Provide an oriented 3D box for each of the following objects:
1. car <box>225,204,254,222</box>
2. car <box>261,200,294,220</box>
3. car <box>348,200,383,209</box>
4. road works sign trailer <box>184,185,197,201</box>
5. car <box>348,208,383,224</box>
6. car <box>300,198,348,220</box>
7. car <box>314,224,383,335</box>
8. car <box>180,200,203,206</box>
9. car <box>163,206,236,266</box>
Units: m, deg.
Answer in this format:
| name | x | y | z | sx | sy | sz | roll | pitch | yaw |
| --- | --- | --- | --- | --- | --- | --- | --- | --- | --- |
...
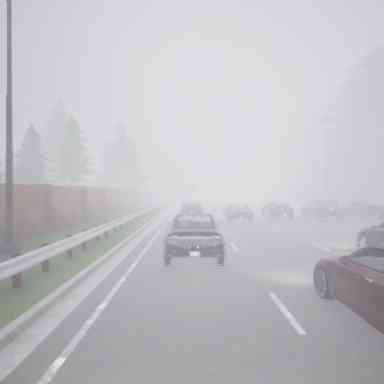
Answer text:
| name | x | y | z | sx | sy | sz | roll | pitch | yaw |
| --- | --- | --- | --- | --- | --- | --- | --- | --- | --- |
| car | 3.486 | 1.554 | 25.919 | 1.895 | 1.301 | 4.718 | 0 | 0 | 0 |
| car | 6.976 | 1.455 | 27.512 | 1.837 | 1.490 | 4.892 | 0 | 0 | 0 |
| car | 13.977 | 1.455 | 27.548 | 1.837 | 1.490 | 4.892 | 0 | 0 | 0 |
| road works sign trailer | -0.319 | 0.355 | 61.028 | 2.380 | 3.560 | 2.880 | 0 | 0 | 0 |
| car | 7.070 | 1.486 | 10.448 | 1.837 | 1.490 | 4.892 | 0 | 0 | 0 |
| car | 10.478 | 1.303 | 27.198 | 2.097 | 1.767 | 4.553 | 0 | 0 | 0 |
| car | 3.578 | 1.516 | 5.364 | 1.812 | 1.442 | 4.674 | 0 | 0 | 0 |
| car | -0.032 | 1.425 | 29.038 | 1.882 | 1.535 | 5.008 | 0 | 0 | 0 |
| car | 0.065 | 1.470 | 11.495 | 2.128 | 1.511 | 4.902 | 0 | 0 | 0 |
